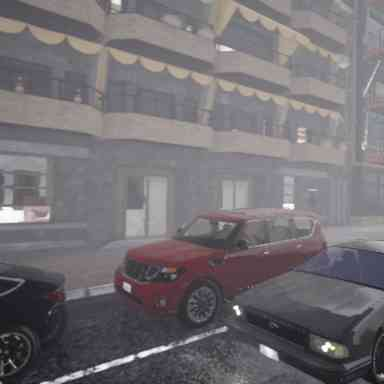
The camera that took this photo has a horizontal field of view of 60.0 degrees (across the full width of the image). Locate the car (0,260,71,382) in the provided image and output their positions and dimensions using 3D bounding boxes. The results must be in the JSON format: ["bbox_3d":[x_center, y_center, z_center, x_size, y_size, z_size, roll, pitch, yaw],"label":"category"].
[{"bbox_3d":[-3.696,1.563,3.906,4.313,1.339,1.947,0,1,-35],"label":"car"}]

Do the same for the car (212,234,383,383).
[{"bbox_3d":[3.099,1.568,5.589,5.357,1.411,2.033,0,0,-36],"label":"car"}]

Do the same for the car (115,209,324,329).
[{"bbox_3d":[0.936,1.333,7.203,5.009,1.841,2.192,0,1,-35],"label":"car"}]
